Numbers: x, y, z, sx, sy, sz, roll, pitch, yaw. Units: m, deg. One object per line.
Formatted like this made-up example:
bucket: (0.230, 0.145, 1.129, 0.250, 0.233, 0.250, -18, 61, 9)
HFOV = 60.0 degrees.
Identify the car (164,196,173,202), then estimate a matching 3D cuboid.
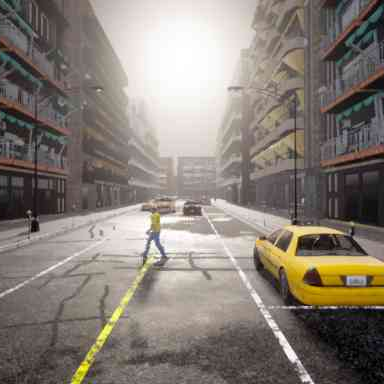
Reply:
car: (-5.402, 1.592, 75.765, 1.752, 1.417, 4.829, 1, 0, 0)

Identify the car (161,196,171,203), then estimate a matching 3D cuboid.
car: (-5.394, 1.581, 70.201, 1.752, 1.417, 4.829, 1, 0, 0)

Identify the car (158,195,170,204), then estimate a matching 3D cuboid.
car: (-5.386, 1.486, 64.808, 1.967, 1.590, 4.097, 1, 0, 0)

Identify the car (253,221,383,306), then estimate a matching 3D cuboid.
car: (2.740, 1.458, 8.114, 1.801, 1.575, 5.366, 0, 0, 0)

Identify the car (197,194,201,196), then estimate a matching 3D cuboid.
car: (2.486, 1.496, 70.411, 1.967, 1.590, 4.097, 1, 0, 0)

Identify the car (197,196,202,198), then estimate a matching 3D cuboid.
car: (0.015, 1.588, 46.814, 1.994, 1.385, 4.181, 0, 0, 0)

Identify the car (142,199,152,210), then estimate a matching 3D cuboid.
car: (-5.358, 1.546, 42.382, 1.752, 1.417, 4.829, 1, 0, 0)

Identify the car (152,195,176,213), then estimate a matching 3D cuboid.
car: (-2.896, 1.369, 37.034, 2.097, 1.767, 4.553, 0, 0, 0)

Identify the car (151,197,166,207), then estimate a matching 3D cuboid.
car: (-5.373, 1.597, 53.679, 1.947, 1.339, 4.313, 1, 0, 0)

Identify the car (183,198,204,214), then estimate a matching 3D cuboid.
car: (0.043, 1.617, 36.050, 1.895, 1.301, 4.718, 0, 0, 0)

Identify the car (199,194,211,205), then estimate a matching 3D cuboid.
car: (2.500, 1.563, 59.454, 1.752, 1.417, 4.829, 1, 0, 0)

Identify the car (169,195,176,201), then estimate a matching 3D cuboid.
car: (-5.429, 1.633, 92.458, 1.752, 1.417, 4.829, 1, 0, 0)

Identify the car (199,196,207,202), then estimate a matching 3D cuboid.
car: (2.477, 1.649, 75.974, 1.802, 1.307, 4.206, 1, 0, 0)

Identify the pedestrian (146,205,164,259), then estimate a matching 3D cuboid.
pedestrian: (-1.232, 1.297, 11.115, 0.375, 1.860, 0.375, 1, -1, 0)

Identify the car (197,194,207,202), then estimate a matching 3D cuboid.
car: (2.473, 1.395, 81.540, 2.192, 1.841, 5.009, 1, 0, 0)
